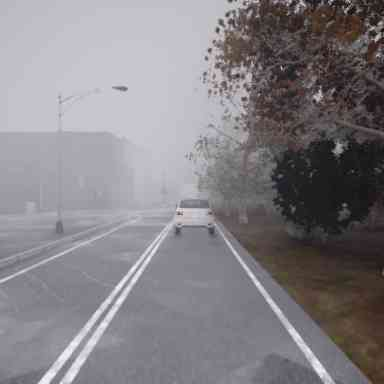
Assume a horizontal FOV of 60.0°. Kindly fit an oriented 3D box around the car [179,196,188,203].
[{"bbox_3d":[-1.898,1.778,78.343,1.812,1.442,4.674,0,0,2],"label":"car"}]

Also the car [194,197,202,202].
[{"bbox_3d":[1.559,1.837,84.702,1.895,1.301,4.718,0,0,2],"label":"car"}]

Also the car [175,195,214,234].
[{"bbox_3d":[0.150,1.327,20.155,2.150,2.045,5.566,0,0,0],"label":"car"}]

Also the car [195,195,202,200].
[{"bbox_3d":[1.883,1.585,95.090,1.837,1.490,4.892,0,0,2],"label":"car"}]
